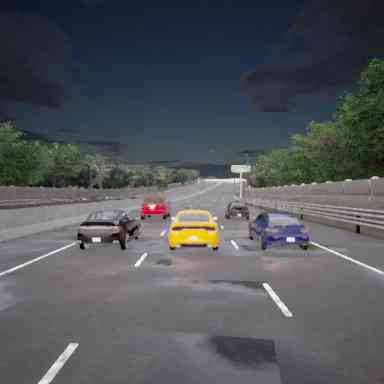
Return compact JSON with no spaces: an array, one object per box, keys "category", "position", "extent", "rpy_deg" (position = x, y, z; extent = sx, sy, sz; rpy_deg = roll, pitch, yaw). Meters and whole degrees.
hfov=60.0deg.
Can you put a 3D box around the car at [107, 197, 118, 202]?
[{"category":"car","position":[-18.414,1.814,78.263],"extent":[2.033,1.411,5.357],"rpy_deg":[0,0,4]}]

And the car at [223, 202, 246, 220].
[{"category":"car","position":[3.872,1.607,29.145],"extent":[1.837,1.490,4.892],"rpy_deg":[0,0,1]}]

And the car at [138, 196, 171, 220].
[{"category":"car","position":[-3.125,1.346,29.351],"extent":[2.150,2.045,5.566],"rpy_deg":[0,0,1]}]

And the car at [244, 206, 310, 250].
[{"category":"car","position":[3.592,1.555,14.300],"extent":[1.812,1.442,4.674],"rpy_deg":[0,0,1]}]

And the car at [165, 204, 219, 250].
[{"category":"car","position":[0.092,1.506,14.344],"extent":[1.882,1.535,5.008],"rpy_deg":[0,0,1]}]

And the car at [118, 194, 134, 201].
[{"category":"car","position":[-14.924,1.502,77.996],"extent":[2.150,2.045,5.566],"rpy_deg":[0,0,4]}]

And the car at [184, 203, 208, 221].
[{"category":"car","position":[0.373,1.706,29.262],"extent":[1.895,1.301,4.718],"rpy_deg":[0,0,1]}]

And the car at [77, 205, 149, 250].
[{"category":"car","position":[-3.407,1.516,14.387],"extent":[2.128,1.511,4.902],"rpy_deg":[0,0,1]}]
